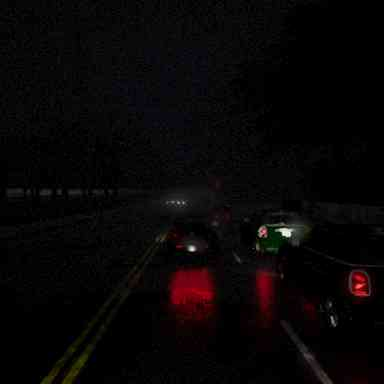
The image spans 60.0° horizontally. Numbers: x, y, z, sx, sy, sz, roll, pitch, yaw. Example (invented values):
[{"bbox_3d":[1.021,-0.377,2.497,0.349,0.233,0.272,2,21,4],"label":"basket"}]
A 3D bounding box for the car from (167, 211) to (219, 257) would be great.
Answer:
[{"bbox_3d":[0.020,1.643,13.500,1.837,1.490,4.892,0,0,0],"label":"car"}]

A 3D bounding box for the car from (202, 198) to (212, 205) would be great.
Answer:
[{"bbox_3d":[3.243,2.050,74.266,2.097,1.767,4.553,0,0,0],"label":"car"}]

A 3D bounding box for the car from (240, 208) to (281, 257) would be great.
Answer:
[{"bbox_3d":[3.270,1.488,13.646,2.097,1.767,4.553,0,-1,0],"label":"car"}]

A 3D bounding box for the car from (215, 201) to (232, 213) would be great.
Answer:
[{"bbox_3d":[4.283,1.979,44.621,1.812,1.442,4.674,0,-1,10],"label":"car"}]

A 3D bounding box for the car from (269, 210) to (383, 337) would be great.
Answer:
[{"bbox_3d":[3.249,1.423,6.943,2.097,1.767,4.553,0,-1,0],"label":"car"}]
